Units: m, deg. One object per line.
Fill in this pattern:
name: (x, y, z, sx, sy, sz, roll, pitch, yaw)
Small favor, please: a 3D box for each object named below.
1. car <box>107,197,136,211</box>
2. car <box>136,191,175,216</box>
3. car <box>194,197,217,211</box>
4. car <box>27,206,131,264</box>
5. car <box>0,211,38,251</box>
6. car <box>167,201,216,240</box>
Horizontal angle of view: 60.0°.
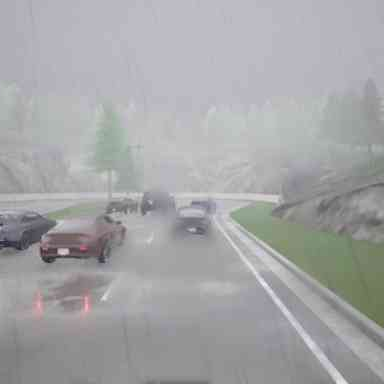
car: (-6.181, 1.226, 30.394, 1.837, 1.490, 4.892, -1, 1, 9)
car: (-2.889, 0.948, 29.408, 2.150, 2.045, 5.566, 0, 1, 8)
car: (1.225, 1.175, 31.932, 1.882, 1.535, 5.008, 0, 1, 13)
car: (-3.490, 1.422, 11.304, 1.812, 1.442, 4.674, 0, 1, 0)
car: (-6.999, 1.446, 13.465, 1.994, 1.385, 4.181, 0, 1, 0)
car: (-0.012, 1.374, 16.025, 1.812, 1.442, 4.674, 0, 1, 0)
